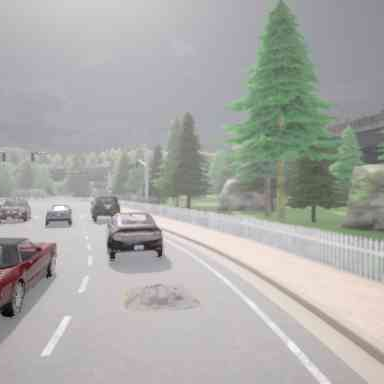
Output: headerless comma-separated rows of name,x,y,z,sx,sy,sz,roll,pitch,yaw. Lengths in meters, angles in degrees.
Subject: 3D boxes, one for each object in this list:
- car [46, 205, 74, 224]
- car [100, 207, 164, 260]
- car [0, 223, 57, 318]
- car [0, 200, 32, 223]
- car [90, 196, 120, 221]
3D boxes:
car,-10.098,1.674,25.497,2.033,1.411,5.357,0,0,-19
car,-2.291,1.532,12.725,2.128,1.511,4.902,0,0,-15
car,-4.354,1.649,7.304,1.895,1.301,4.718,0,0,-11
car,-14.612,1.440,27.509,2.097,1.767,4.553,0,0,-19
car,-7.428,1.332,28.454,2.150,2.045,5.566,0,0,-19
